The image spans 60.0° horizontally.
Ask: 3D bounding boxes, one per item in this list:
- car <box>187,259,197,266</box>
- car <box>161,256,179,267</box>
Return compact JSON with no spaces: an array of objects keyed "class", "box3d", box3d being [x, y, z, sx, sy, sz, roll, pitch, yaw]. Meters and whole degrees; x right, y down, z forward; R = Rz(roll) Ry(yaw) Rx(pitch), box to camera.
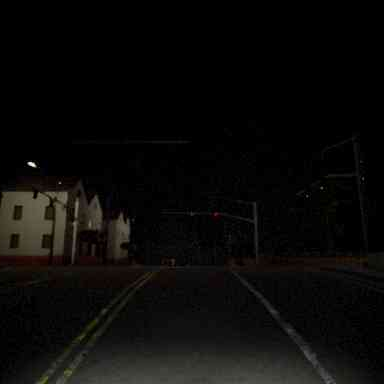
[{"class":"car","box3d":[-0.003,14.779,69.957,2.033,1.411,5.357,0,-13,0]},{"class":"car","box3d":[-3.566,10.760,52.006,2.097,1.767,4.553,0,-12,0]}]
